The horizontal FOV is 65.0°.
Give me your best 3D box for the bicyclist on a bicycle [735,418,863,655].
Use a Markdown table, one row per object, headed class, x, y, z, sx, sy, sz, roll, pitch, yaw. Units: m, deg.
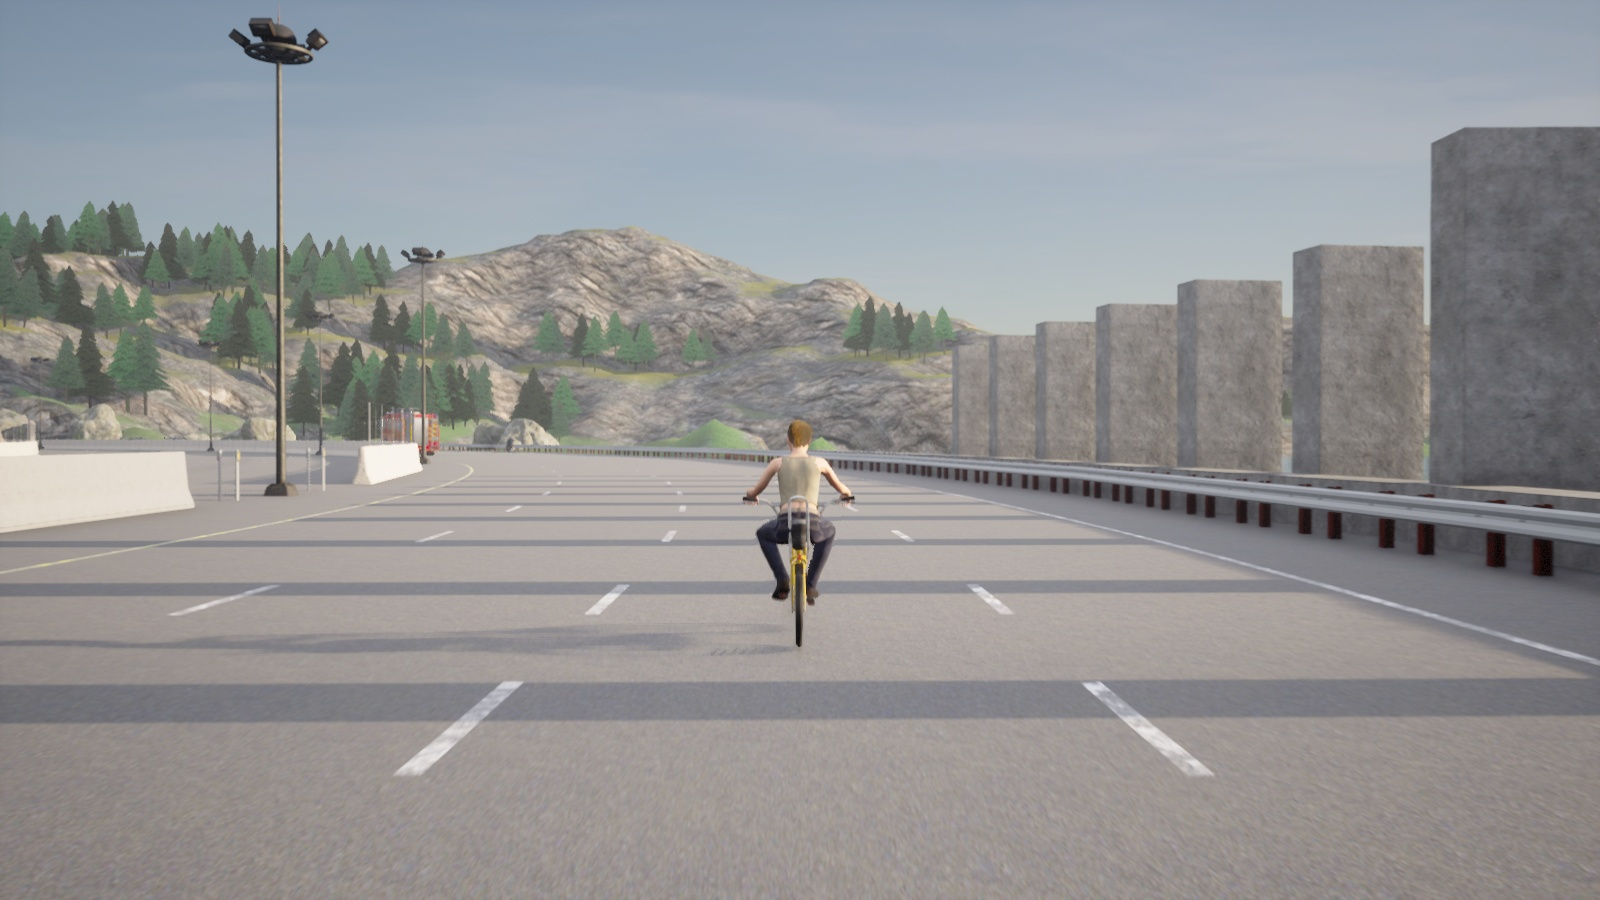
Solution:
| class | x | y | z | sx | sy | sz | roll | pitch | yaw |
| --- | --- | --- | --- | --- | --- | --- | --- | --- | --- |
| bicyclist on a bicycle | -0.007 | 0.580 | 9.303 | 0.866 | 1.612 | 1.509 | 0 | 1 | 0 |
